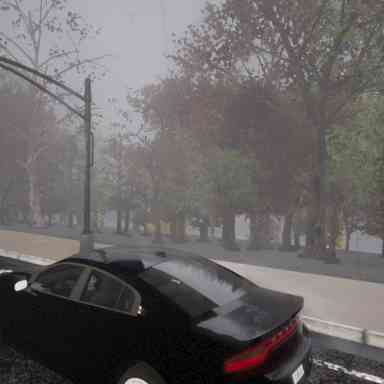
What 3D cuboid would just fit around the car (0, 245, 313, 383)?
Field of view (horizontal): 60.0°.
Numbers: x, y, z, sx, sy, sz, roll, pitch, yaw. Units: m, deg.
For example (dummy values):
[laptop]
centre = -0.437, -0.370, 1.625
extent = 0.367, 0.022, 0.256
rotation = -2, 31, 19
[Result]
[car]
centre = -1.034, 1.477, 4.477
extent = 5.008, 1.535, 1.882
rotation = 0, 0, 36
